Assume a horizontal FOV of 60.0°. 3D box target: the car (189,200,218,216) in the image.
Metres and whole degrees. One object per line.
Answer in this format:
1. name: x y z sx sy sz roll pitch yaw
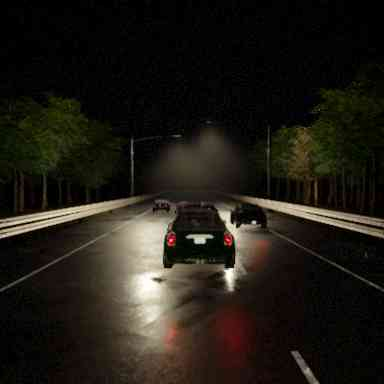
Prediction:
1. car: 1.119 1.566 34.141 1.994 1.385 4.181 1 0 -13

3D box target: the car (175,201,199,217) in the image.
1. car: -0.602 1.592 32.340 1.895 1.301 4.718 -2 0 -6

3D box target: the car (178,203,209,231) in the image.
1. car: 0.083 1.522 21.685 1.812 1.442 4.674 0 0 0

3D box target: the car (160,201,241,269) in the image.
1. car: 0.127 1.354 11.300 2.097 1.767 4.553 0 0 -2

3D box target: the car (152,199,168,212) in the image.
1. car: -3.432 1.542 38.207 2.033 1.411 5.357 0 0 0

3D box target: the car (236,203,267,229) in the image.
1. car: 3.588 1.501 21.696 1.837 1.490 4.892 0 0 0
